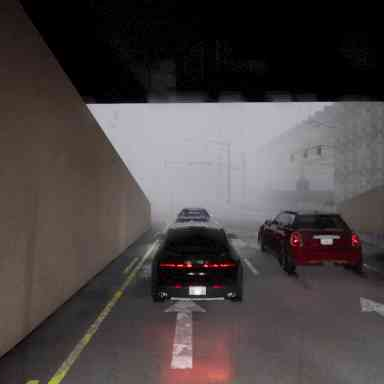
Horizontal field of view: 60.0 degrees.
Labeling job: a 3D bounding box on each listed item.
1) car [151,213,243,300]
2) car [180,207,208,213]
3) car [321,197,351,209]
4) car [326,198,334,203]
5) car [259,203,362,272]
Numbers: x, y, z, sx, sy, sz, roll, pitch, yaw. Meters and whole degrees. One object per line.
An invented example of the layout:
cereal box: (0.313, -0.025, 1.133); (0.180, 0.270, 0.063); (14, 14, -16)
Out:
car: (0.106, 1.505, 8.347); (1.837, 1.490, 4.892); (0, 0, 0)
car: (0.104, 1.547, 18.157); (2.033, 1.411, 5.357); (0, 0, 3)
car: (17.652, 1.295, 40.623); (4.536, 1.218, 1.853); (0, 0, -45)
car: (17.615, 1.452, 40.586); (4.974, 1.542, 2.038); (0, 0, -45)
car: (3.606, 1.351, 10.994); (2.097, 1.767, 4.553); (0, 0, 0)
